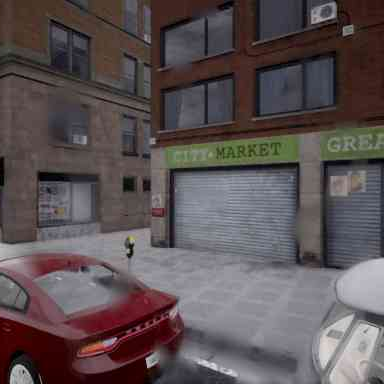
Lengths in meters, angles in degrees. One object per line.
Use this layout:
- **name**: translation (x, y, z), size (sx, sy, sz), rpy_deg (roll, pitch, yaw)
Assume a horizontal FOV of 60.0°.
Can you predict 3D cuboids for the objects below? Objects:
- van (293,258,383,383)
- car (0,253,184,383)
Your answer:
- **van**: translation (2.411, 1.341, 1.357), size (3.998, 1.788, 1.690), rpy_deg (0, 0, 35)
- **car**: translation (-2.198, 1.544, 4.644), size (4.507, 1.381, 1.887), rpy_deg (0, 0, 35)
